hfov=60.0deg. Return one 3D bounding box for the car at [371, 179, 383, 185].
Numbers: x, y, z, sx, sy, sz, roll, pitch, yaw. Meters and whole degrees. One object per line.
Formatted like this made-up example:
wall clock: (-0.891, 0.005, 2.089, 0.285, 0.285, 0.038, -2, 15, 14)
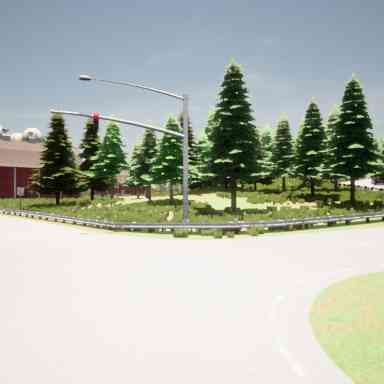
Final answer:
car: (29.049, -1.912, 51.483, 1.837, 1.490, 4.892, 0, 5, 21)
